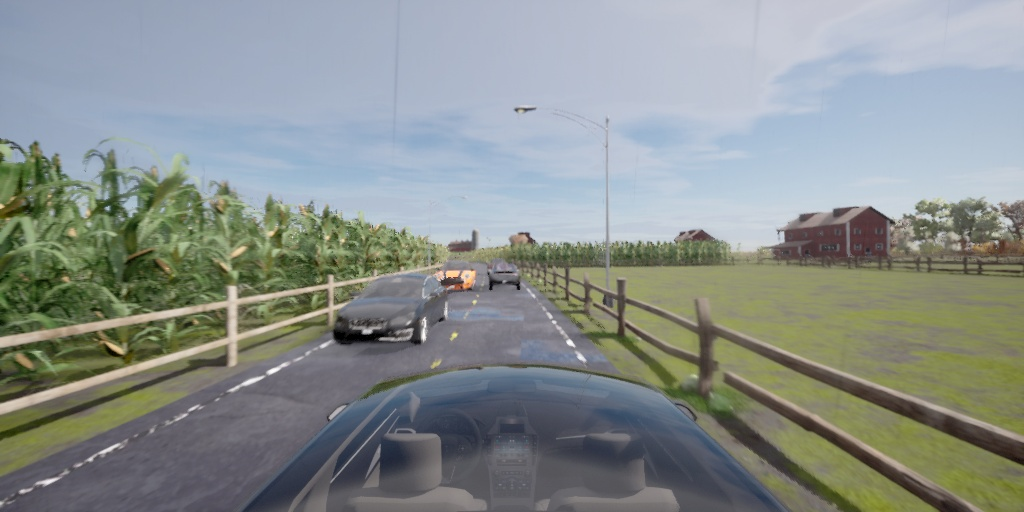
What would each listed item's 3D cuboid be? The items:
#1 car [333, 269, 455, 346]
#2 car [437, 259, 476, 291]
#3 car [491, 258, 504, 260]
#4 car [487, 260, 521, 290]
[{"bbox_3d":[-2.882,1.246,9.506,1.837,1.490,4.892,0,0,0],"label":"car"},{"bbox_3d":[-3.266,1.070,21.256,2.097,1.767,4.553,0,0,-2],"label":"car"},{"bbox_3d":[-1.574,1.031,38.491,2.097,1.767,4.553,0,0,-5],"label":"car"},{"bbox_3d":[-0.480,1.206,22.215,2.128,1.511,4.902,0,0,-2],"label":"car"}]
